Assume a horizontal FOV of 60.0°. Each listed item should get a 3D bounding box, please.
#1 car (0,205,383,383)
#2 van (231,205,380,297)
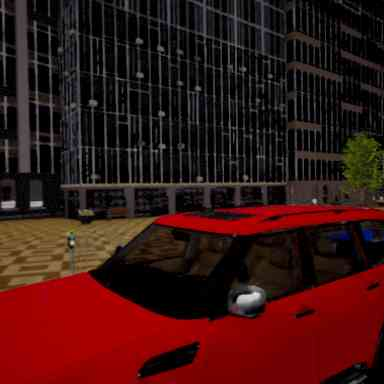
[{"bbox_3d":[0.427,1.213,3.675,5.566,2.045,2.150,0,0,-35],"label":"car"},{"bbox_3d":[3.117,1.308,8.804,3.998,1.788,1.690,0,-1,-36],"label":"van"}]
